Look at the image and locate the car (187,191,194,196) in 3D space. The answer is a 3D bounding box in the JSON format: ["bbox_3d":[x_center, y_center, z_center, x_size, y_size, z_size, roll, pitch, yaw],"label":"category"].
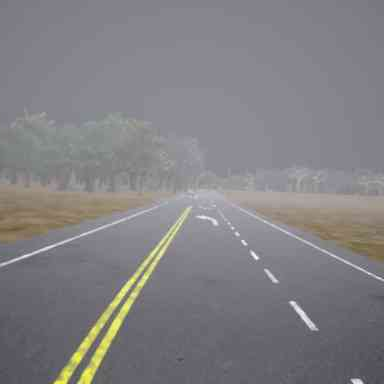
[{"bbox_3d":[-0.443,0.349,90.686,1.812,1.442,4.674,5,1,2],"label":"car"}]
